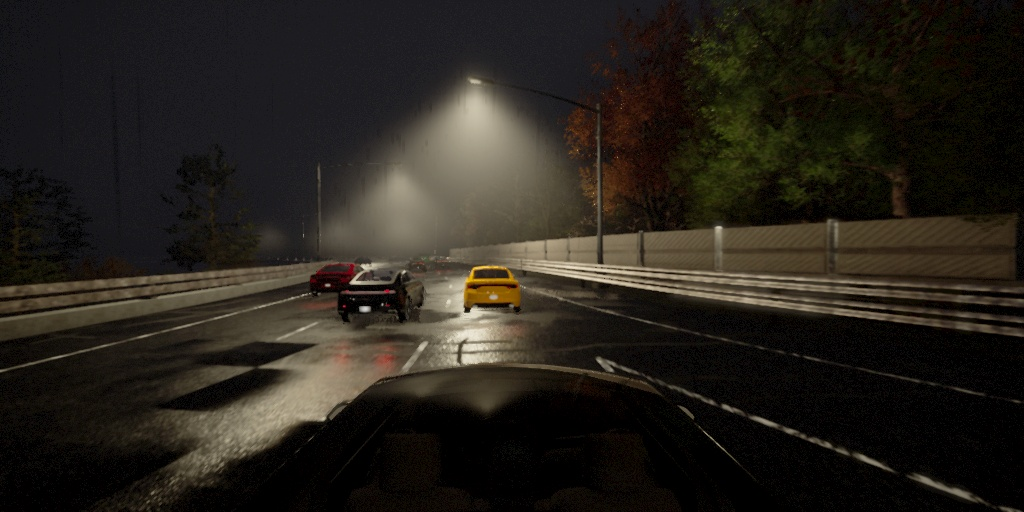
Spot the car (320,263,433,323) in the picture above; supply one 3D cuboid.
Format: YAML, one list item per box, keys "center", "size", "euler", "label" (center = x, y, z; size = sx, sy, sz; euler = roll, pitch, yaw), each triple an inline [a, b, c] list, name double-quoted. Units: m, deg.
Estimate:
- center: [-4.090, 1.161, 11.851]
  size: [2.128, 1.511, 4.902]
  euler: [0, 1, -5]
  label: "car"

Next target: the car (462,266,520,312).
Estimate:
- center: [-0.857, 1.115, 13.673]
  size: [1.882, 1.535, 5.008]
  euler: [0, 1, -6]
  label: "car"

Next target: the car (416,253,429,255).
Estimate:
- center: [-14.142, 0.505, 56.262]
  size: [2.150, 2.045, 5.566]
  euler: [-1, 1, -24]
  label: "car"

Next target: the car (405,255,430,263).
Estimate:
- center: [-10.651, 0.933, 39.728]
  size: [1.837, 1.490, 4.892]
  euler: [0, 0, -20]
  label: "car"

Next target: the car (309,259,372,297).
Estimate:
- center: [-8.447, 1.106, 18.123]
  size: [1.882, 1.535, 5.008]
  euler: [0, 1, -9]
  label: "car"

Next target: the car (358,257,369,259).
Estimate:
- center: [-24.902, 0.823, 60.063]
  size: [1.812, 1.442, 4.674]
  euler: [-1, 1, -36]
  label: "car"

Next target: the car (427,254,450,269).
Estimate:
- center: [-9.200, 0.859, 45.238]
  size: [2.128, 1.511, 4.902]
  euler: [0, 0, -23]
  label: "car"
